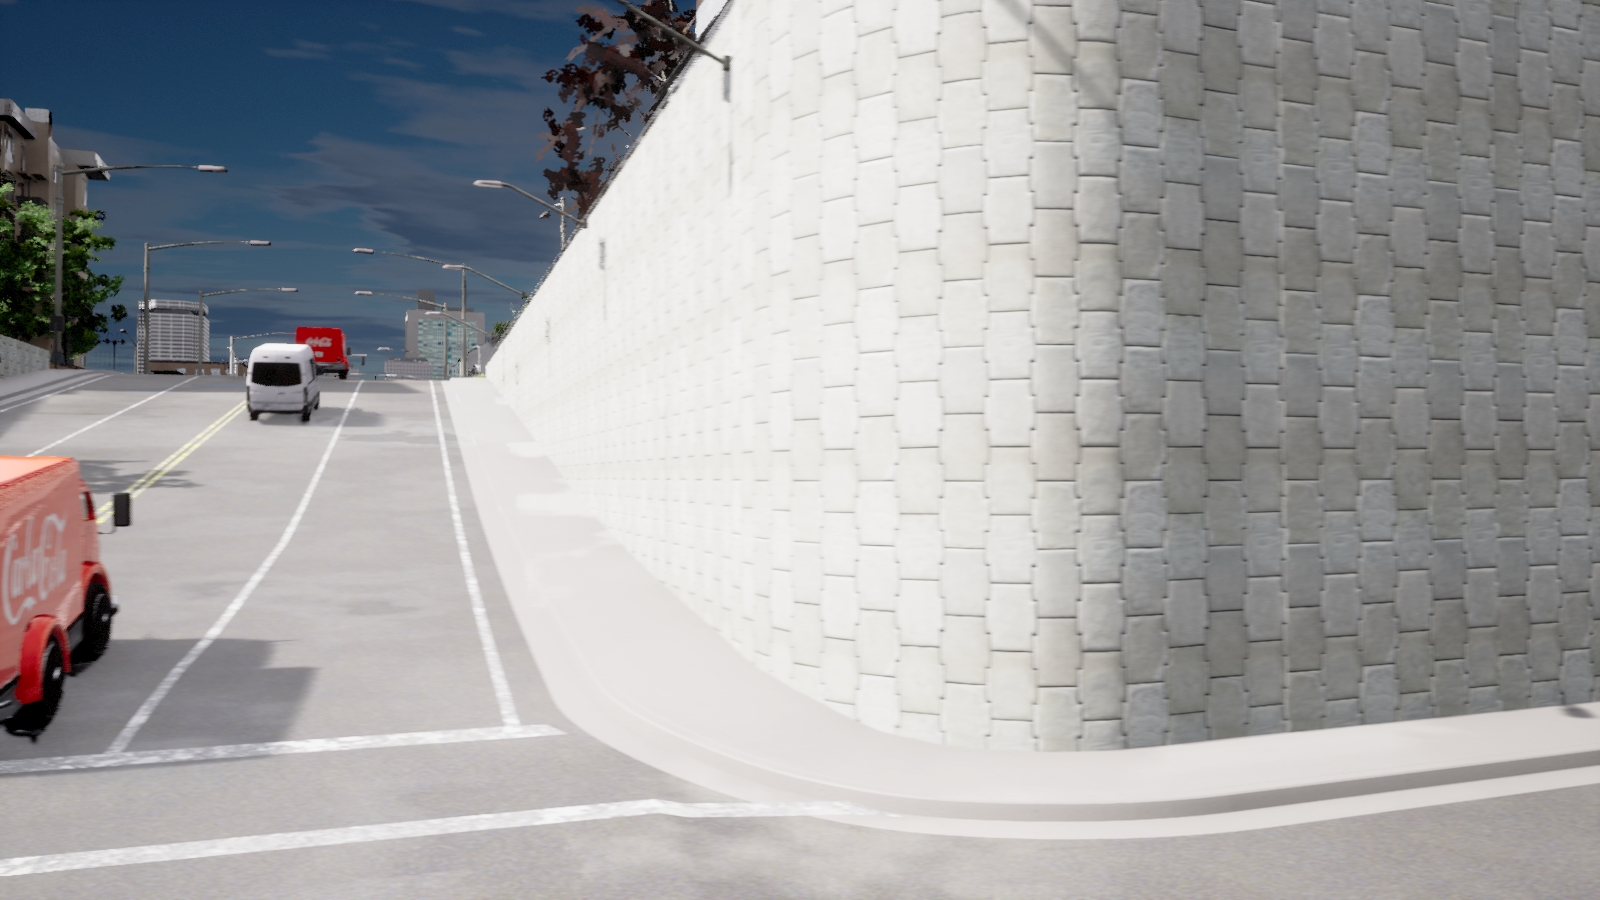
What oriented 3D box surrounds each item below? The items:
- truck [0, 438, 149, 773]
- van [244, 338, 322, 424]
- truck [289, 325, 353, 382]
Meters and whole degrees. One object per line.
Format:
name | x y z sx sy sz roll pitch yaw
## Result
truck | -8.724 1.302 11.717 2.627 2.467 5.204 0 5 -19
van | -18.732 -2.605 41.626 1.988 2.561 5.915 0 8 -19
truck | -24.557 -4.878 58.759 2.627 2.467 5.204 0 0 -19
